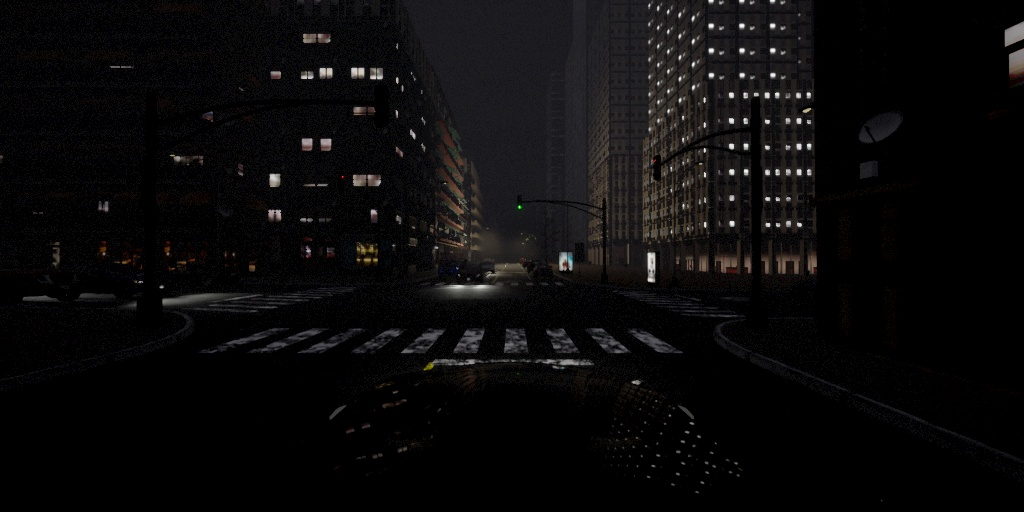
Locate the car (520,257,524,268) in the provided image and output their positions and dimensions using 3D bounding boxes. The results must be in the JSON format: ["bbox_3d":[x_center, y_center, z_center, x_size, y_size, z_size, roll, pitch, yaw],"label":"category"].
[{"bbox_3d":[2.840,1.221,60.119,1.967,1.591,4.097,0,0,0],"label":"car"}]

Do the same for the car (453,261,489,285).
[{"bbox_3d":[-2.935,1.293,26.612,1.812,1.442,4.674,0,0,0],"label":"car"}]

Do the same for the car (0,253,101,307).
[{"bbox_3d":[-18.744,0.784,12.983,5.009,1.841,2.192,0,0,0],"label":"car"}]

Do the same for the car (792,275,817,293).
[{"bbox_3d":[19.444,1.644,21.670,4.403,1.370,2.007,0,0,0],"label":"car"}]

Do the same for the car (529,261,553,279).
[{"bbox_3d":[2.770,1.343,32.481,1.802,1.307,4.207,0,0,0],"label":"car"}]

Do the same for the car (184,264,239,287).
[{"bbox_3d":[-18.744,1.104,21.363,4.313,1.339,1.948,0,0,0],"label":"car"}]

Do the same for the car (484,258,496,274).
[{"bbox_3d":[-2.899,1.300,40.822,1.812,1.442,4.674,0,0,0],"label":"car"}]

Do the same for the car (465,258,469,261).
[{"bbox_3d":[-5.597,1.079,38.032,2.192,1.841,5.009,0,0,0],"label":"car"}]

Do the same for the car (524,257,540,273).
[{"bbox_3d":[2.798,1.208,43.537,1.967,1.591,4.097,0,0,0],"label":"car"}]

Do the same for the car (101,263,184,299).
[{"bbox_3d":[-17.581,1.033,15.604,4.674,1.442,1.812,1,0,0],"label":"car"}]

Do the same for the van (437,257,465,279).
[{"bbox_3d":[-5.611,1.102,32.504,1.690,1.789,3.998,0,0,0],"label":"van"}]
